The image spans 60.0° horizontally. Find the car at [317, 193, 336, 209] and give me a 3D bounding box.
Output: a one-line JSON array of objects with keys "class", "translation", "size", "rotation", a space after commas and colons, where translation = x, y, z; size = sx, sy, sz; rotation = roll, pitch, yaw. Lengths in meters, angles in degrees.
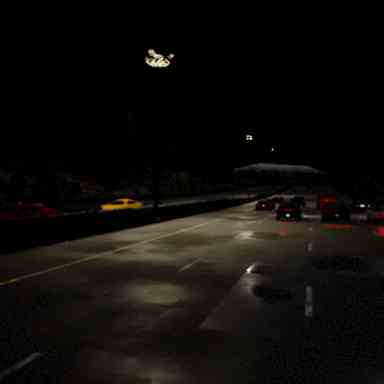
[{"class": "car", "translation": [17.760, 1.148, 43.849], "size": [2.150, 2.045, 5.566], "rotation": [1, 1, 20]}]

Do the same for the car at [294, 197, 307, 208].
[{"class": "car", "translation": [14.712, 1.391, 45.713], "size": [1.837, 1.490, 4.892], "rotation": [1, 1, 20]}]

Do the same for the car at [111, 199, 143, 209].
[{"class": "car", "translation": [-6.177, 1.388, 29.503], "size": [1.882, 1.535, 5.008], "rotation": [1, 0, 20]}]

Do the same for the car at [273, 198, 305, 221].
[{"class": "car", "translation": [8.310, 1.533, 28.182], "size": [1.837, 1.490, 4.892], "rotation": [1, 1, 20]}]

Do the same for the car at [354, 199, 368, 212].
[{"class": "car", "translation": [19.594, 1.546, 38.715], "size": [2.033, 1.411, 5.357], "rotation": [1, 1, 20]}]

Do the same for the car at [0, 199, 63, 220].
[{"class": "car", "translation": [-10.040, 1.397, 18.942], "size": [1.882, 1.535, 5.008], "rotation": [1, 0, 20]}]

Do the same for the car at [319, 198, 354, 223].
[{"class": "car", "translation": [11.468, 1.538, 26.635], "size": [1.882, 1.535, 5.008], "rotation": [1, 1, 20]}]

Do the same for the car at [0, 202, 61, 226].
[{"class": "car", "translation": [-11.897, 1.490, 23.883], "size": [1.895, 1.301, 4.718], "rotation": [1, 0, 20]}]

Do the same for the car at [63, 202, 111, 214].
[{"class": "car", "translation": [-8.122, 1.457, 23.985], "size": [1.812, 1.442, 4.674], "rotation": [1, 0, 20]}]

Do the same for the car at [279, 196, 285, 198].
[{"class": "car", "translation": [14.384, 1.306, 55.037], "size": [1.994, 1.385, 4.181], "rotation": [1, 1, 20]}]

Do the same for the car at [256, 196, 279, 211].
[{"class": "car", "translation": [8.849, 1.491, 39.742], "size": [1.994, 1.385, 4.181], "rotation": [1, 1, 20]}]

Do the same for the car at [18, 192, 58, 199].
[{"class": "car", "translation": [-15.915, 1.032, 33.439], "size": [2.150, 2.045, 5.566], "rotation": [1, 1, 20]}]

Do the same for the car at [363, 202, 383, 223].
[{"class": "car", "translation": [14.852, 1.693, 25.714], "size": [1.895, 1.301, 4.718], "rotation": [1, 0, 20]}]
